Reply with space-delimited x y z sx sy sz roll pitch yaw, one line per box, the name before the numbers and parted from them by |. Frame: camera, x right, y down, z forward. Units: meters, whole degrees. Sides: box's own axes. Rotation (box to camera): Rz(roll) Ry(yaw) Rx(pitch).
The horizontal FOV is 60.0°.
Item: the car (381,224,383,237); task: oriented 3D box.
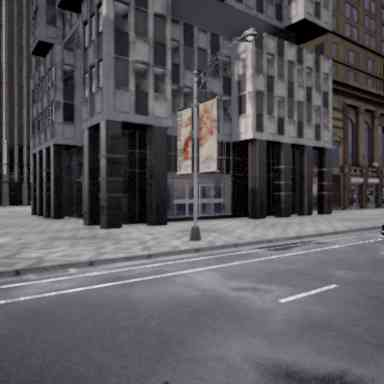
car | 10.677 1.639 15.319 4.718 1.301 1.895 0 0 -36
